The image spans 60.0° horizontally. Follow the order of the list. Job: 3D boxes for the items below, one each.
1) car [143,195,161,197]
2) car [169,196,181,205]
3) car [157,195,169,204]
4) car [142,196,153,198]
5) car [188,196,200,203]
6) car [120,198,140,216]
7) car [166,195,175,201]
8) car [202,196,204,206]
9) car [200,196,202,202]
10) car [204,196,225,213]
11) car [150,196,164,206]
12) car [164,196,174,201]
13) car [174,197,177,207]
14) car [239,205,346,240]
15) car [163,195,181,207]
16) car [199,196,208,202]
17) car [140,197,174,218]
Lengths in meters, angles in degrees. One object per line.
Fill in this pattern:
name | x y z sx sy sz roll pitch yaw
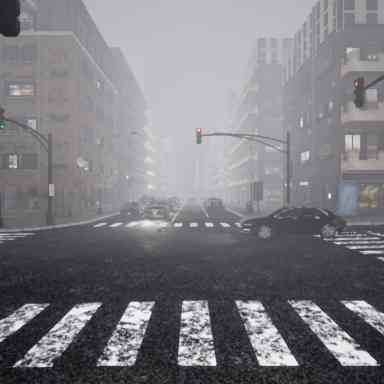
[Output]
car | -5.715 1.326 43.535 2.192 1.841 5.009 0 0 0
car | -3.080 1.498 59.889 1.882 1.535 5.008 0 0 0
car | -5.728 1.465 66.265 1.967 1.590 4.097 0 0 0
car | -5.711 1.534 37.683 1.752 1.417 4.829 0 0 0
car | 0.003 1.539 70.587 2.128 1.511 4.902 0 0 0
car | -5.708 1.572 32.170 1.947 1.339 4.313 0 0 0
car | -5.742 1.595 88.994 2.008 1.369 4.403 0 0 0
car | 2.665 1.451 43.542 1.967 1.590 4.097 0 0 0
car | 2.659 1.599 54.907 1.802 1.307 4.206 0 0 0
car | 2.669 1.449 37.859 1.967 1.590 4.097 0 0 0
car | -5.721 1.457 54.900 1.967 1.590 4.097 0 0 0
car | -5.739 1.590 83.311 2.008 1.369 4.403 0 0 0
car | -3.121 1.610 39.901 1.895 1.301 4.718 0 0 0
car | 4.719 1.389 15.835 4.892 1.490 1.837 -1 0 -1
car | -3.117 1.578 49.879 1.994 1.385 4.181 0 0 0
car | 2.645 1.585 77.636 2.008 1.369 4.403 0 0 0
car | -3.108 1.498 30.602 2.128 1.511 4.902 0 0 1
